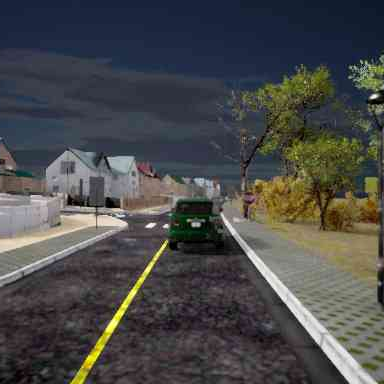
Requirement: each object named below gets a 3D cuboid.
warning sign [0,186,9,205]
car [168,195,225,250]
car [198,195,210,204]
[{"bbox_3d":[-19.062,0.316,33.044,1.060,1.860,1.300,0,2,2],"label":"warning sign"},{"bbox_3d":[0.224,1.275,14.612,2.150,2.045,5.566,0,0,2],"label":"car"},{"bbox_3d":[2.572,1.599,72.492,2.097,1.767,4.553,0,-1,8],"label":"car"}]
